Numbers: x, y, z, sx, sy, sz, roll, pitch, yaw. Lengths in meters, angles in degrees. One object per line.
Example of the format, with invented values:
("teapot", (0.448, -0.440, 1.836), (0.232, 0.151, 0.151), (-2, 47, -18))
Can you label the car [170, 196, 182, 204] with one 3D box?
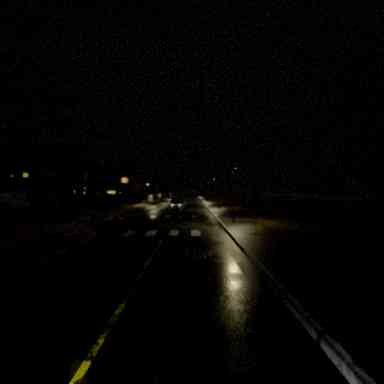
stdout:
("car", (-2.720, 1.358, 58.077), (2.033, 1.411, 5.357), (0, 0, 0))
